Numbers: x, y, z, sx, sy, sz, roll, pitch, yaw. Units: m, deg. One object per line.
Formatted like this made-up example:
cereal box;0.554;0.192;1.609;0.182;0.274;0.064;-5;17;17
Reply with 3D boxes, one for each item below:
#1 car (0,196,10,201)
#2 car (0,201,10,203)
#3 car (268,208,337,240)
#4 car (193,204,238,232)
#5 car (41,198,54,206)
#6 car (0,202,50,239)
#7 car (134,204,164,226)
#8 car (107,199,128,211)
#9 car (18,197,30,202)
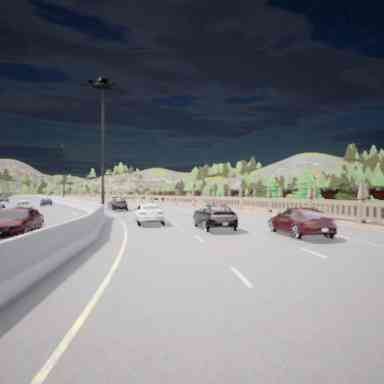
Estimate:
car;-38.186;1.535;67.791;1.837;1.490;4.892;0;0;-27
car;-14.166;1.596;23.762;1.812;1.442;4.674;0;0;-16
car;5.461;1.507;16.825;1.812;1.442;4.674;0;0;-9
car;1.300;1.492;20.049;2.128;1.511;4.902;0;0;-12
car;-24.657;1.674;56.429;2.033;1.411;5.357;0;0;-26
car;-8.958;1.523;16.980;1.882;1.535;5.008;0;0;-11
car;-3.130;1.547;23.807;1.812;1.442;4.674;0;0;-14
car;-9.212;1.545;41.051;2.128;1.511;4.902;0;0;-24
car;-31.287;1.681;61.862;1.812;1.442;4.674;0;0;-27
